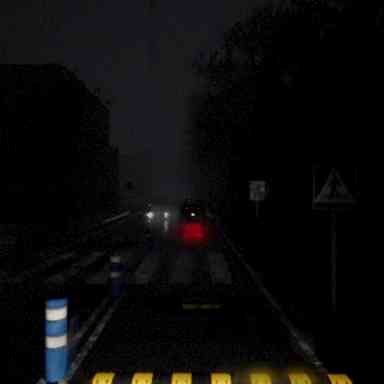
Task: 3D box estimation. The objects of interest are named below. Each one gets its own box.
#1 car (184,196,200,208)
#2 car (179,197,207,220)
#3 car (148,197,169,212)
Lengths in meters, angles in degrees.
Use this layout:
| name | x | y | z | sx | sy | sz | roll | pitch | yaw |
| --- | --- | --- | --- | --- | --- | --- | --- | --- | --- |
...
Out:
| name | x | y | z | sx | sy | sz | roll | pitch | yaw |
| --- | --- | --- | --- | --- | --- | --- | --- | --- | --- |
| car | -0.022 | 1.259 | 42.053 | 1.895 | 1.301 | 4.718 | 0 | 1 | -1 |
| car | 0.060 | 1.312 | 25.715 | 1.837 | 1.490 | 4.892 | 0 | 1 | 0 |
| car | -3.425 | 1.254 | 34.570 | 1.812 | 1.442 | 4.674 | 0 | 1 | 0 |
